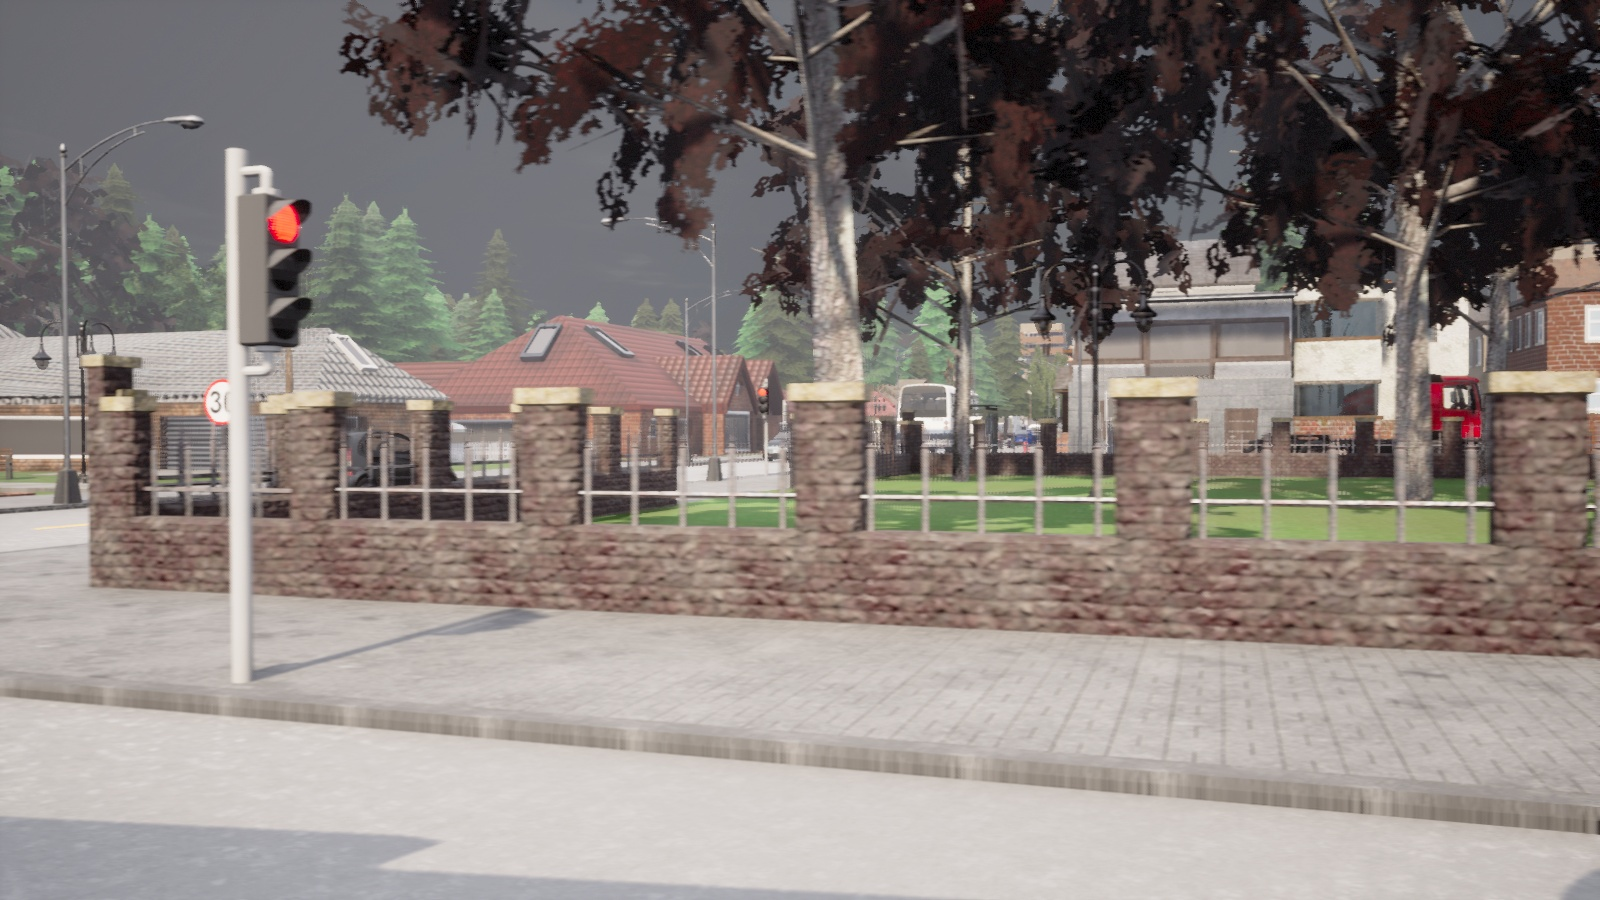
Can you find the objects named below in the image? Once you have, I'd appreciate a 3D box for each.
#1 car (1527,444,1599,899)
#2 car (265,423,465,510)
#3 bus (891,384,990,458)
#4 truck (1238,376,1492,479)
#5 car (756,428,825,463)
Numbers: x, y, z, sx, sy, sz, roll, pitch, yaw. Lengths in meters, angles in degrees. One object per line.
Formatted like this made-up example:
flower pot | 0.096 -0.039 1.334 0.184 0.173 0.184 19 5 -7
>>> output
car | 4.354 0.785 2.242 5.008 1.535 1.882 1 1 19
car | -8.748 0.279 25.651 1.851 1.617 3.988 1 1 17
bus | 8.892 -1.769 78.109 3.944 4.253 10.273 1 1 19
truck | 19.886 -0.797 44.796 7.936 3.462 2.891 0 1 17
car | -0.419 -0.256 63.022 2.033 1.649 4.856 0 1 18
